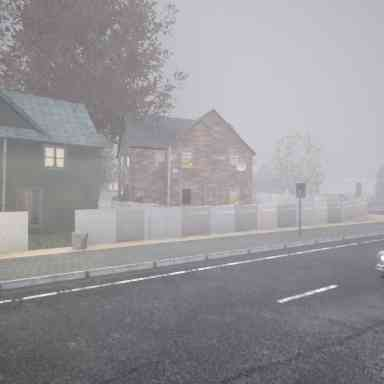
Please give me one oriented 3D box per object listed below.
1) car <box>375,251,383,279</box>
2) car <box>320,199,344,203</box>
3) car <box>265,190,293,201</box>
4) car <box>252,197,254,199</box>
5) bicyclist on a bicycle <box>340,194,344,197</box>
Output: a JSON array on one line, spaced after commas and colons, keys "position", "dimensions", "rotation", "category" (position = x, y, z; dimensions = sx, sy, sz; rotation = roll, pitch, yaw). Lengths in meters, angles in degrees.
[{"position": [6.588, 1.608, 8.298], "dimensions": [4.718, 1.301, 1.895], "rotation": [0, 0, -35], "category": "car"}, {"position": [15.538, 1.177, 36.542], "dimensions": [2.128, 1.511, 4.902], "rotation": [1, 0, -20], "category": "car"}, {"position": [12.131, 0.751, 45.961], "dimensions": [2.150, 2.045, 5.566], "rotation": [1, 0, -20], "category": "car"}, {"position": [8.499, 0.910, 56.009], "dimensions": [2.033, 1.411, 5.357], "rotation": [1, 0, -19], "category": "car"}, {"position": [19.396, 1.035, 43.116], "dimensions": [1.656, 1.620, 0.582], "rotation": [1, 0, -20], "category": "bicyclist on a bicycle"}]
